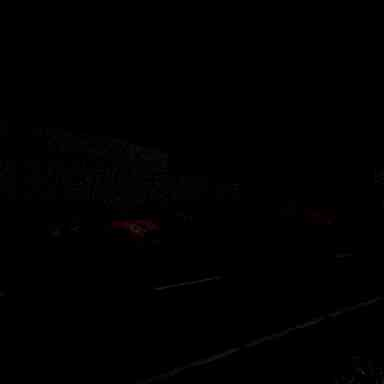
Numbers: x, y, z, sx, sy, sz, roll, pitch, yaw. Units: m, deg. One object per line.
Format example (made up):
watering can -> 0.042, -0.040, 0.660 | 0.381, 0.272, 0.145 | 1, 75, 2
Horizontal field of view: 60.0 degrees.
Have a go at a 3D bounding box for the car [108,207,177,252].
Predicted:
car -> -3.244, 1.429, 14.253 | 4.553, 1.767, 2.185 | -1, -1, 34

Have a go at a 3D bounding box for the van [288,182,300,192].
van -> 23.405, -1.038, 73.023 | 1.878, 1.987, 4.442 | 8, 3, 35

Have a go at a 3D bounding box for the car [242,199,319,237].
car -> 4.086, 1.418, 19.474 | 5.566, 2.045, 2.435 | -1, -1, 34

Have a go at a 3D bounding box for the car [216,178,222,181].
car -> 9.518, -3.122, 92.781 | 2.185, 1.767, 4.553 | 6, 2, 34

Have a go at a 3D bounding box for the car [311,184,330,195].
car -> 26.888, -0.267, 68.186 | 2.231, 1.521, 4.892 | 7, 3, 35

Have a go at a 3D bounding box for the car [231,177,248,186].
car -> 13.158, -2.445, 88.053 | 1.946, 1.575, 5.366 | 7, 3, 34

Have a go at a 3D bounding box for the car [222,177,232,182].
car -> 11.311, -2.970, 90.315 | 2.435, 2.045, 5.566 | 7, 3, 34

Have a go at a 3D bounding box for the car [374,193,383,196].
car -> 33.783, 0.860, 58.323 | 2.002, 1.452, 4.674 | 7, 3, 35

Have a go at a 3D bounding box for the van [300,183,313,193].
van -> 25.132, -0.766, 70.551 | 1.878, 1.987, 4.442 | 8, 3, 35

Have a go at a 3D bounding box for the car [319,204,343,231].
car -> 6.402, 1.708, 21.300 | 5.366, 1.575, 1.946 | -1, -1, 35

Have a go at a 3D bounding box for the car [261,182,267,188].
car -> 18.259, -1.589, 80.539 | 2.002, 1.452, 4.674 | 7, 3, 35

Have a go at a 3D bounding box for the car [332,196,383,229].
car -> 11.437, 1.539, 24.689 | 5.566, 2.045, 2.435 | -1, -1, 35

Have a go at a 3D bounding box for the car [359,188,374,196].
car -> 32.096, 0.298, 60.799 | 2.435, 2.045, 5.566 | 7, 3, 35

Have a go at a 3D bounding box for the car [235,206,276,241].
car -> 1.640, 1.658, 17.726 | 4.792, 1.488, 2.163 | -1, -1, 35

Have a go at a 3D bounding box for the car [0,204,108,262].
car -> -5.638, 1.393, 12.468 | 4.553, 1.767, 2.185 | -1, -1, 34

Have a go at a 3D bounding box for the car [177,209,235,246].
car -> -0.779, 1.592, 15.979 | 4.892, 1.521, 2.231 | -1, -2, 34

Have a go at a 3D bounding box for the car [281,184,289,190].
car -> 21.829, -1.083, 75.754 | 1.946, 1.575, 5.366 | 7, 3, 35

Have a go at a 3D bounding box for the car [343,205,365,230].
car -> 9.008, 1.790, 22.929 | 4.674, 1.452, 2.002 | -1, -1, 35

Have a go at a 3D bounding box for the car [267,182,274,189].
car -> 19.999, -1.316, 78.076 | 2.002, 1.452, 4.674 | 8, 3, 35
